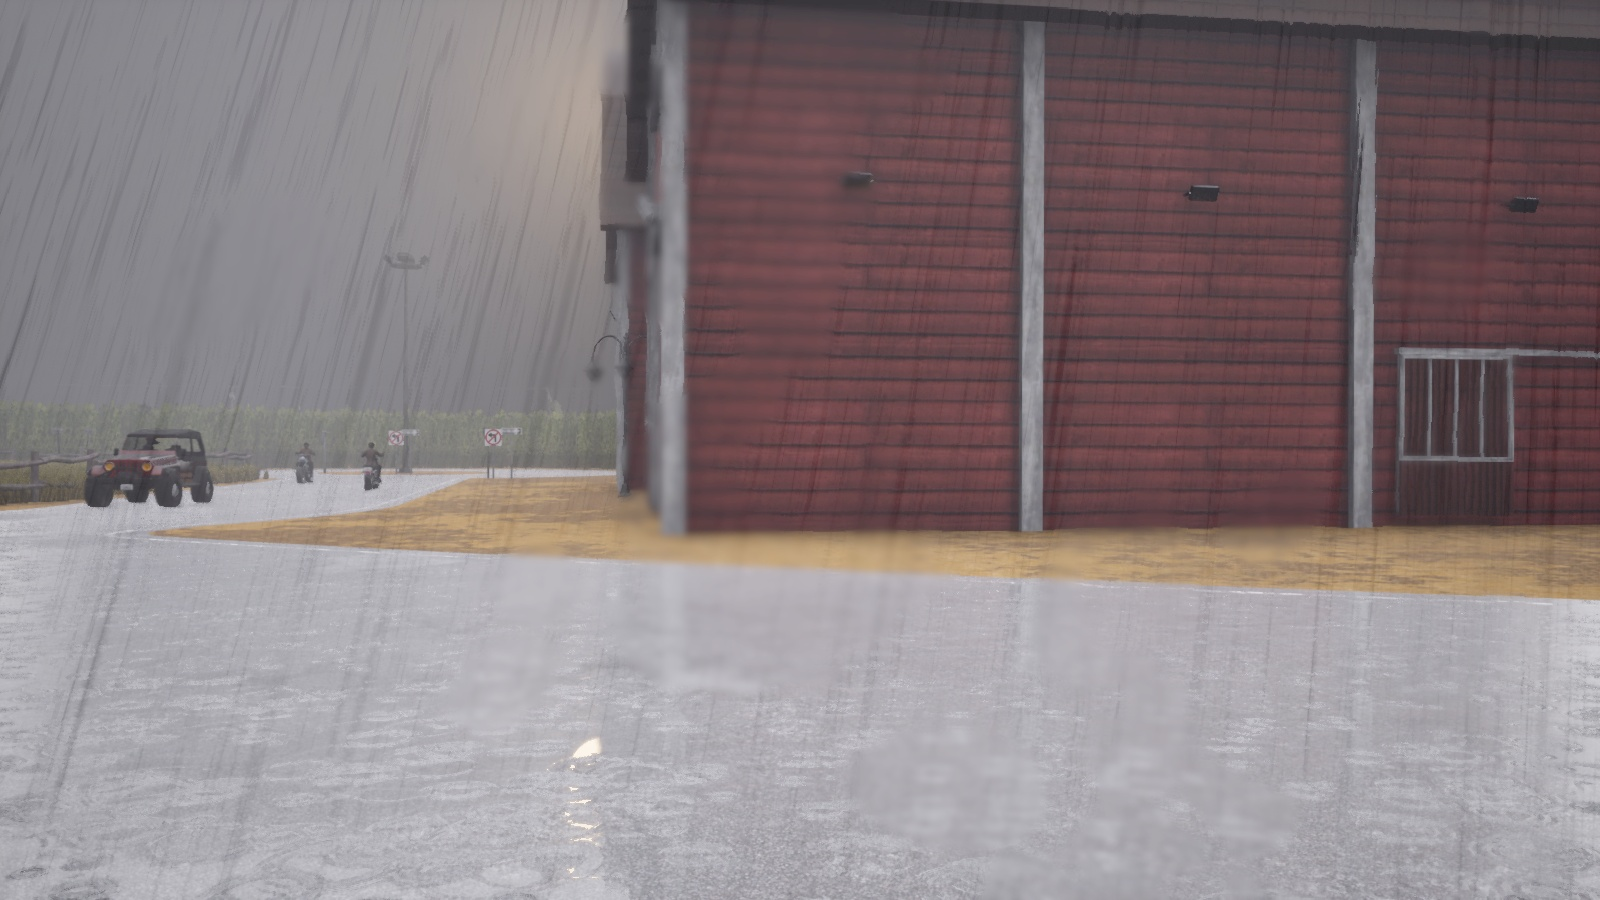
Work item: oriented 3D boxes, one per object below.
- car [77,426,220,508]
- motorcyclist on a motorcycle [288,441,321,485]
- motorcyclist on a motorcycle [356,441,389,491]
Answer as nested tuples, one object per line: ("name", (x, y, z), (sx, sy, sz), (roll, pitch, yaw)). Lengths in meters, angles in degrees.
("car", (-15.921, 0.386, 30.916), (1.905, 1.878, 3.866), (0, 0, -7))
("motorcyclist on a motorcycle", (-19.271, 0.479, 48.863), (0.766, 1.649, 2.350), (0, 0, -11))
("motorcyclist on a motorcycle", (-14.528, 0.520, 42.712), (0.766, 1.649, 2.350), (0, 0, -11))
